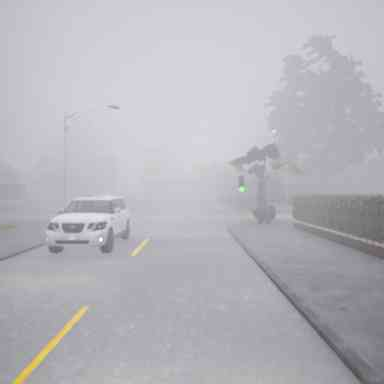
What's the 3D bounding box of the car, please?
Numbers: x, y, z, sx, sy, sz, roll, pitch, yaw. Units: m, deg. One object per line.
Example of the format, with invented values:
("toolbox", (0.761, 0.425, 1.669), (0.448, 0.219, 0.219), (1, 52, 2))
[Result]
("car", (-4.001, 1.172, 13.829), (2.150, 2.045, 5.566), (0, 0, 0))
